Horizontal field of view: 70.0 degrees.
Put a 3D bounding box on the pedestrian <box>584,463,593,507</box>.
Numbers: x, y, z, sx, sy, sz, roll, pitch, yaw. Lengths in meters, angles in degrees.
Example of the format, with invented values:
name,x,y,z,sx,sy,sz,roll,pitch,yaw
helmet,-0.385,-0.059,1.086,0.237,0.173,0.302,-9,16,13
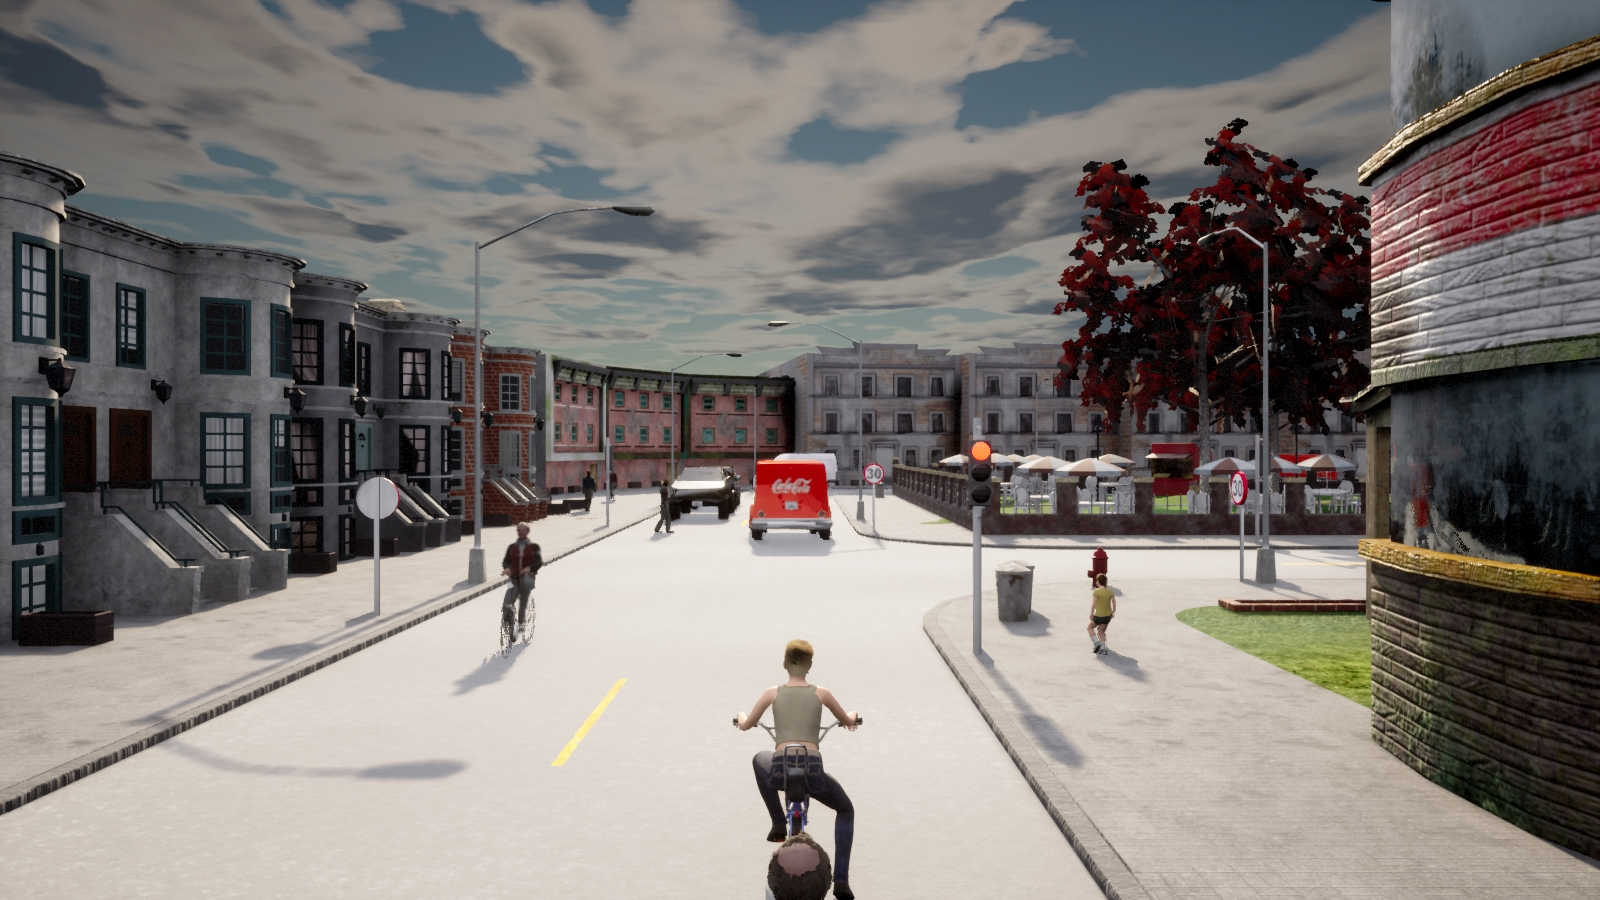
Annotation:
name,x,y,z,sx,sy,sz,roll,pitch,yaw
pedestrian,-9.052,1.505,48.919,0.375,1.860,0.375,0,0,-15

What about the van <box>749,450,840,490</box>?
name,x,y,z,sx,sy,sz,roll,pitch,yaw
van,-0.366,1.286,76.397,5.915,2.561,1.988,0,0,-31

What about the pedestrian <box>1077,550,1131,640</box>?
name,x,y,z,sx,sy,sz,roll,pitch,yaw
pedestrian,3.991,1.898,15.032,0.500,1.100,0.500,0,0,-16

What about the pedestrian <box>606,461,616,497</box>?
name,x,y,z,sx,sy,sz,roll,pitch,yaw
pedestrian,-9.739,1.502,58.970,0.375,1.860,0.375,0,0,14

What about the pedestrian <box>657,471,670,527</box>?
name,x,y,z,sx,sy,sz,roll,pitch,yaw
pedestrian,-4.524,1.613,37.749,0.375,1.860,0.375,0,0,1

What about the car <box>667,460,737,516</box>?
name,x,y,z,sx,sy,sz,roll,pitch,yaw
car,-3.997,1.515,47.708,2.390,2.098,6.274,0,0,0

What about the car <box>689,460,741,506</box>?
name,x,y,z,sx,sy,sz,roll,pitch,yaw
car,-4.051,1.538,55.431,2.150,2.045,5.566,0,0,0

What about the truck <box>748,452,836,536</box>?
name,x,y,z,sx,sy,sz,roll,pitch,yaw
truck,-0.308,1.338,37.012,2.627,2.467,5.204,0,0,-2
